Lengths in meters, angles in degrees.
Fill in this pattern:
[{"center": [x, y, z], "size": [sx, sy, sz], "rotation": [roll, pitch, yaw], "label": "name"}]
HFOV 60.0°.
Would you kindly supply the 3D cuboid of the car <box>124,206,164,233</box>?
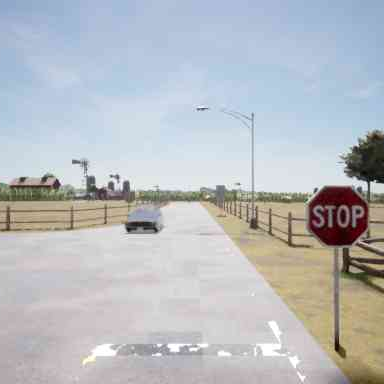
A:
[{"center": [-2.758, 1.583, 20.375], "size": [2.033, 1.411, 5.357], "rotation": [0, 0, 0], "label": "car"}]
